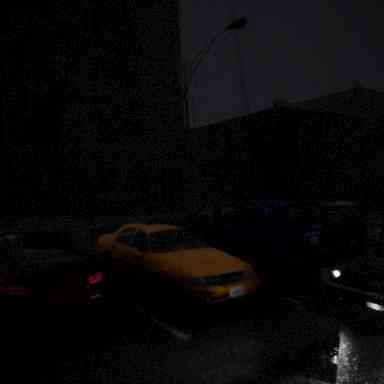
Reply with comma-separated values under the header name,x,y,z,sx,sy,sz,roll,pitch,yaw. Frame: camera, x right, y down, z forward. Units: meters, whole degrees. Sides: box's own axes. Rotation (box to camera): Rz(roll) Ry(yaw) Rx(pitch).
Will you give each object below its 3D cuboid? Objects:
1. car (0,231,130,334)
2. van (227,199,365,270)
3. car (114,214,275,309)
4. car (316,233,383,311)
name,x,y,z,sx,sy,sz,roll,pitch,yaw
car,-3.216,1.520,6.707,2.002,1.452,4.674,0,0,-36
van,3.531,1.249,11.666,1.878,1.987,4.442,0,0,-36
car,-0.736,1.475,8.252,1.946,1.575,5.366,0,0,-36
car,4.850,1.597,6.837,4.718,1.301,1.895,0,0,-35
